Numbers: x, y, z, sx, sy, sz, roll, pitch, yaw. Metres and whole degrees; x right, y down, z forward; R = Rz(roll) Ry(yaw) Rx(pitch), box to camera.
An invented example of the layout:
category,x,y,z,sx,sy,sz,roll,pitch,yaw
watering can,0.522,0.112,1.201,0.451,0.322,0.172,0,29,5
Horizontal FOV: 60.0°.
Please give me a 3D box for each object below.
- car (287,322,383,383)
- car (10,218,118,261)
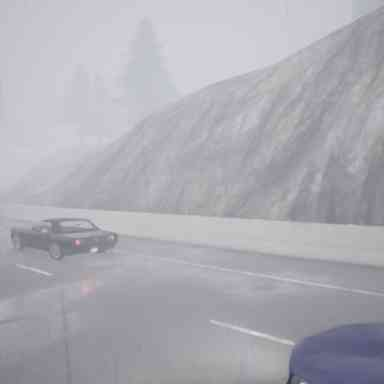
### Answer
category,x,y,z,sx,sy,sz,roll,pitch,yaw
car,2.935,1.534,1.977,4.674,1.442,1.812,0,0,35
car,-4.935,1.619,12.411,4.718,1.301,1.895,0,0,40
